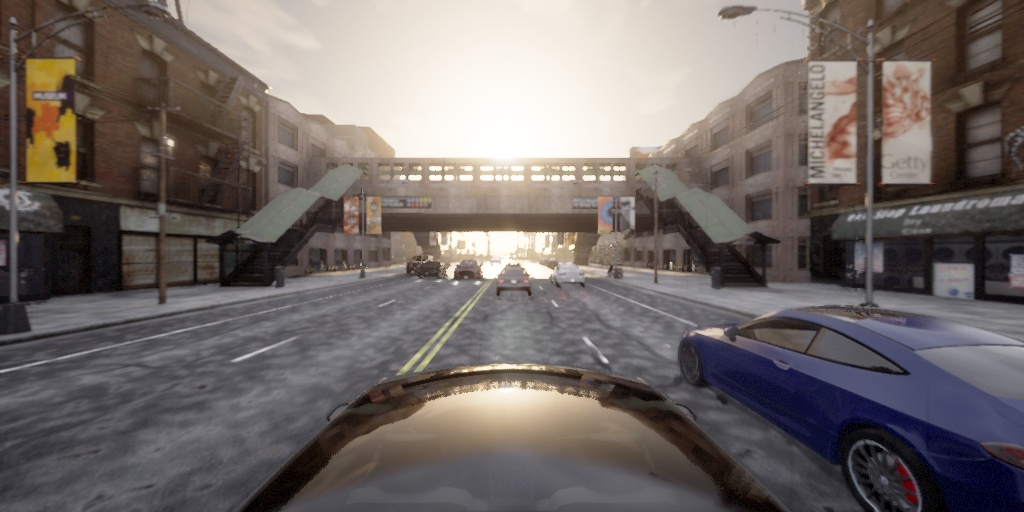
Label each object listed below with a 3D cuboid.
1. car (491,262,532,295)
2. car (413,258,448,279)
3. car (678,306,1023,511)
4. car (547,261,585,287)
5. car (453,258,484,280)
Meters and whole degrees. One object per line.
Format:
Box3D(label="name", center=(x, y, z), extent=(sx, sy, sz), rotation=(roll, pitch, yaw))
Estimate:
Box3D(label="car", center=(0.113, 1.269, 19.637), extent=(2.033, 1.411, 5.357), rotation=(0, 0, 1))
Box3D(label="car", center=(-7.027, 1.171, 32.079), extent=(1.882, 1.535, 5.008), rotation=(0, 0, 0))
Box3D(label="car", center=(3.615, 1.276, 3.930), extent=(1.812, 1.442, 4.674), rotation=(0, 0, 0))
Box3D(label="car", center=(3.660, 1.243, 23.955), extent=(1.812, 1.442, 4.674), rotation=(0, 0, 0))
Box3D(label="car", center=(-3.532, 1.052, 29.842), extent=(2.097, 1.767, 4.553), rotation=(0, 0, 0))
